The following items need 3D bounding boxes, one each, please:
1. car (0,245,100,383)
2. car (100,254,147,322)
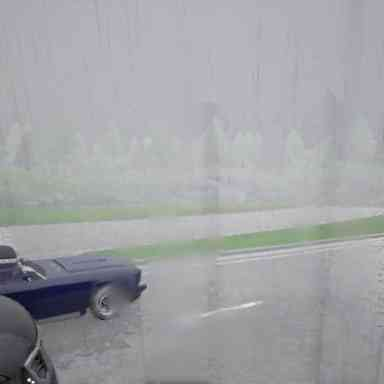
[{"bbox_3d":[-3.467,1.207,1.268,5.566,2.045,2.150,0,0,-35],"label":"car"},{"bbox_3d":[-3.212,1.603,5.675,4.718,1.301,1.895,0,0,-34],"label":"car"}]
